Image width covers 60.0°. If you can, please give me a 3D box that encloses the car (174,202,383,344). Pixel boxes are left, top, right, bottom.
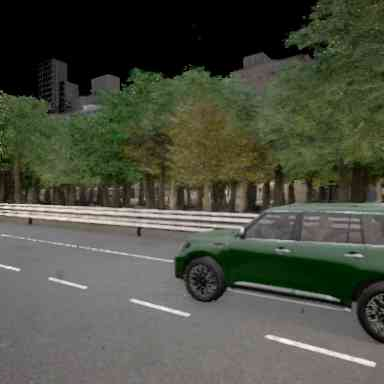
[{"bbox_3d":[2.244,1.224,6.568,5.566,2.045,2.150,0,0,36],"label":"car"}]
